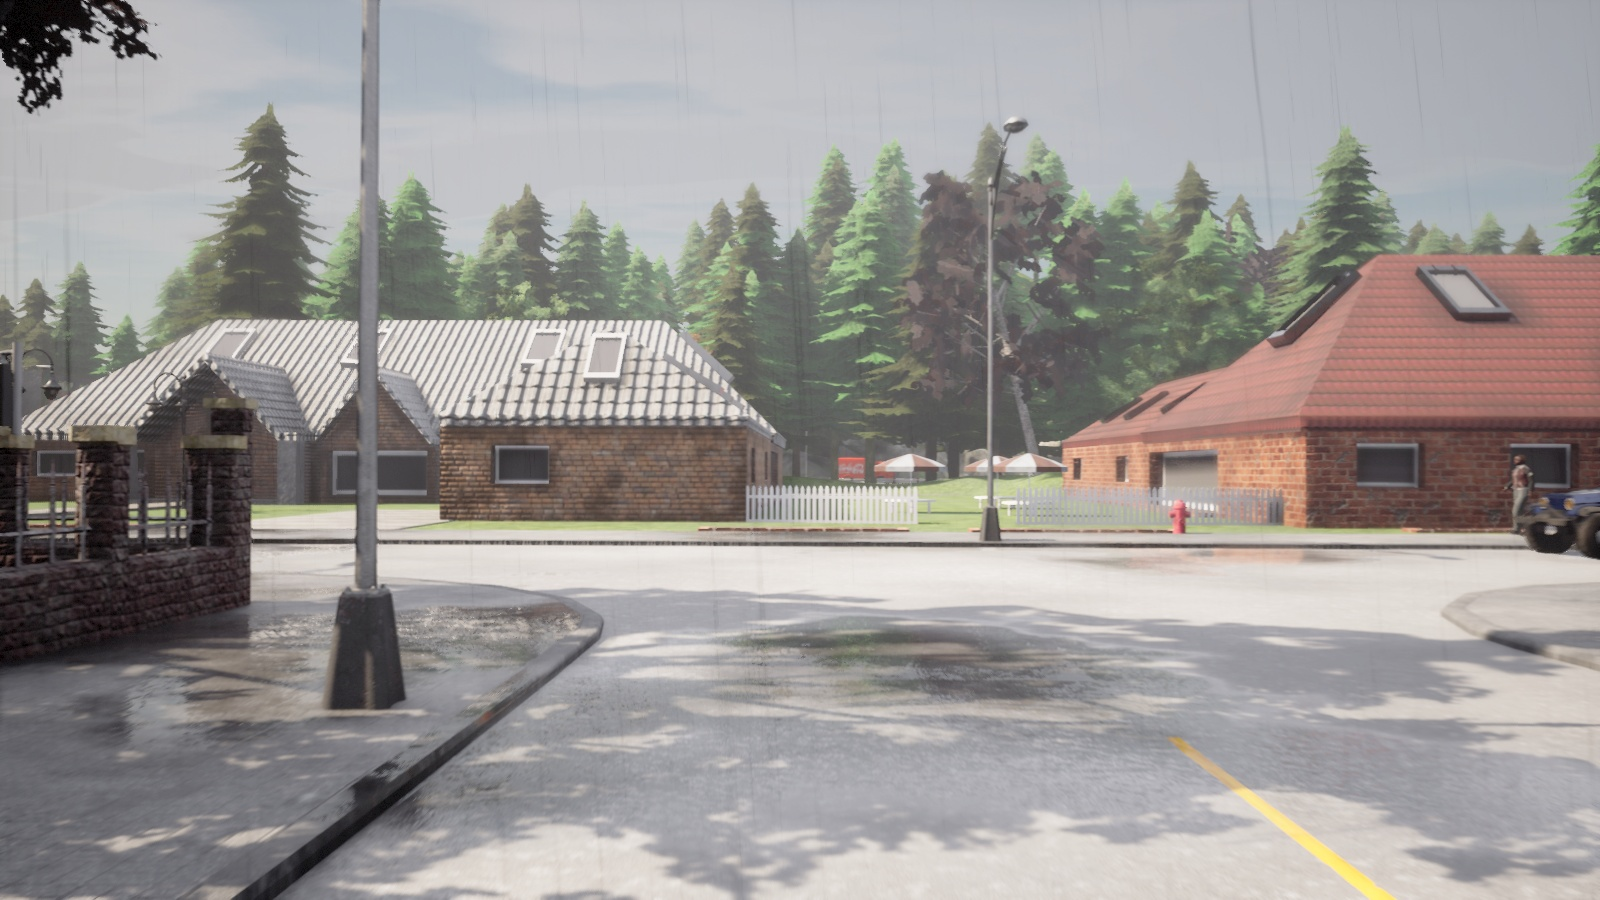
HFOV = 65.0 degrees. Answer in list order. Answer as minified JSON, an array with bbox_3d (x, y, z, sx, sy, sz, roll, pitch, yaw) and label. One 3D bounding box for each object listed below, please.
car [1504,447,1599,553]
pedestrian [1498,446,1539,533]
[{"bbox_3d":[15.408,0.889,23.073,3.866,1.878,1.905,0,-1,1],"label":"car"},{"bbox_3d":[16.109,0.877,28.157,0.666,1.930,0.402,0,-1,-1],"label":"pedestrian"}]
